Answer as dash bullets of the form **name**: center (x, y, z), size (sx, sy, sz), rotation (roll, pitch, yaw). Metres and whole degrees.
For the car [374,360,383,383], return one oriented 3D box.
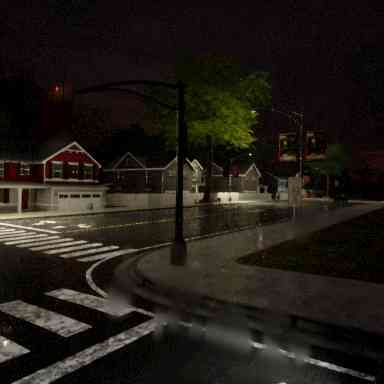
- **car**: center (3.380, 1.505, 1.268), size (4.892, 1.490, 1.837), rotation (0, 0, 36)

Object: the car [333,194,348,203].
- **car**: center (28.057, 1.206, 62.697), size (2.128, 1.511, 4.902), rotation (1, 0, 36)
